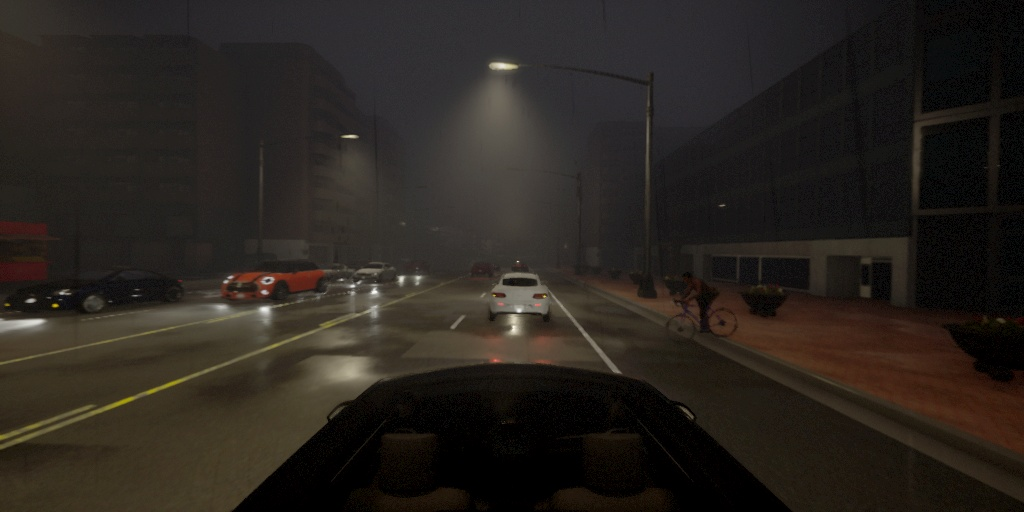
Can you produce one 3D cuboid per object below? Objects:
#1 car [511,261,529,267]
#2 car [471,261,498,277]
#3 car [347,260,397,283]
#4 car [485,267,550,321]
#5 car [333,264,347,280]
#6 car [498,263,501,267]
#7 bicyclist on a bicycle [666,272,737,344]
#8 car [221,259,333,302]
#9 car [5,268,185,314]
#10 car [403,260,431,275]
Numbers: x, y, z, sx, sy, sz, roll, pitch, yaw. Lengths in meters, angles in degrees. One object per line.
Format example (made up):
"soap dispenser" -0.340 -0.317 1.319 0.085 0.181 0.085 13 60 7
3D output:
"car" 0.903 1.291 41.119 2.128 1.511 4.902 1 0 1
"car" -2.763 1.215 34.657 1.882 1.535 5.008 1 0 2
"car" -9.997 1.192 26.569 1.812 1.442 4.674 1 0 1
"car" 0.269 1.263 12.258 1.812 1.442 4.674 1 0 2
"car" -13.498 1.243 26.613 1.895 1.301 4.718 1 0 1
"car" -2.506 1.366 47.378 1.895 1.301 4.718 1 0 2
"bicyclist on a bicycle" 4.298 1.160 8.257 1.656 1.620 0.582 -8 0 1
"car" -10.318 0.952 15.959 2.097 1.767 4.553 1 0 1
"car" -13.903 1.109 12.369 1.994 1.385 4.181 1 0 1
"car" -9.778 1.126 37.161 1.882 1.535 5.008 1 0 2
